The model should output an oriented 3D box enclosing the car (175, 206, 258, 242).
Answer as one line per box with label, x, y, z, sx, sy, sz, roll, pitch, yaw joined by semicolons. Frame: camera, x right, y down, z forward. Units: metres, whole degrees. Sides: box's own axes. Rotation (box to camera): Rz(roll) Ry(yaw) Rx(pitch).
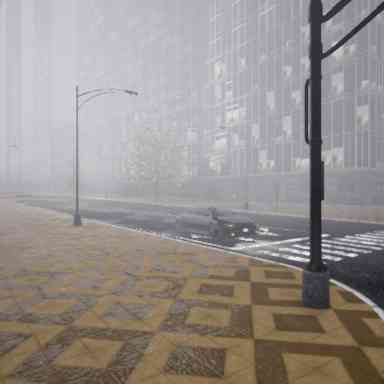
car;1.015;1.365;15.450;1.994;1.385;4.181;0;1;-38
